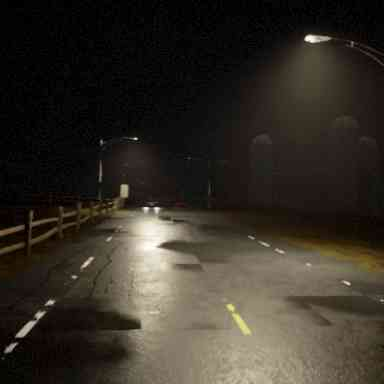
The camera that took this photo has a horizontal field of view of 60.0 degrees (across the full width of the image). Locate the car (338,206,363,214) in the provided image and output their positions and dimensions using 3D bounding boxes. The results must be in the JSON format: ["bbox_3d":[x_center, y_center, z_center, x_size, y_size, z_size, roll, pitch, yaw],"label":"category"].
[{"bbox_3d":[31.708,3.498,66.469,4.902,1.511,2.128,3,-2,-6],"label":"car"}]

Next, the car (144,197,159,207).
[{"bbox_3d":[-5.835,1.444,48.339,1.812,1.442,4.674,2,0,-7],"label":"car"}]

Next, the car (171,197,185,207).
[{"bbox_3d":[-2.287,1.551,53.375,1.837,1.490,4.892,1,0,3],"label":"car"}]
